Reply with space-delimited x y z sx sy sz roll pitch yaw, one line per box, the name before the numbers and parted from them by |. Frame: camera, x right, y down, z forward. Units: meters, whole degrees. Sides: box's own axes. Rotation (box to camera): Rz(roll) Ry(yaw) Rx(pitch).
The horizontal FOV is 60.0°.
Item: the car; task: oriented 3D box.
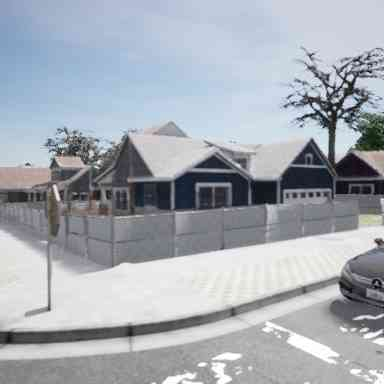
car | 4.945 1.385 6.701 4.674 1.442 1.812 -1 1 -33
